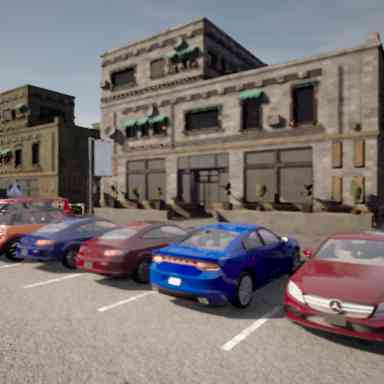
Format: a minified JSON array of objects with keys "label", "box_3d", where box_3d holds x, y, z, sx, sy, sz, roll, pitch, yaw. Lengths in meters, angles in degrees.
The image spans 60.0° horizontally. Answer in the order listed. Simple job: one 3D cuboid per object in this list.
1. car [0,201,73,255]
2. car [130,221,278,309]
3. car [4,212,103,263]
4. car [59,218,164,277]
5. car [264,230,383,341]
[{"label":"car","box_3d":[-5.632,1.417,12.957,2.185,1.767,4.553,0,0,36]},{"label":"car","box_3d":[1.111,1.498,8.163,2.097,1.535,5.008,0,0,36]},{"label":"car","box_3d":[-3.478,1.569,11.450,2.002,1.452,4.674,0,0,36]},{"label":"car","box_3d":[-1.130,1.553,9.770,2.002,1.452,4.674,0,0,36]},{"label":"car","box_3d":[3.358,1.524,6.564,2.002,1.452,4.674,0,0,36]}]
